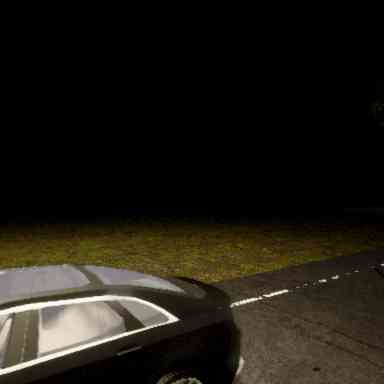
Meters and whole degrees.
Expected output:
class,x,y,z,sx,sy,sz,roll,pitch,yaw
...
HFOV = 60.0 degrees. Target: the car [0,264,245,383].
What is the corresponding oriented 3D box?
class,x,y,z,sx,sy,sz,roll,pitch,yaw
car,-1.754,1.491,2.740,4.902,1.511,2.128,0,0,-36
